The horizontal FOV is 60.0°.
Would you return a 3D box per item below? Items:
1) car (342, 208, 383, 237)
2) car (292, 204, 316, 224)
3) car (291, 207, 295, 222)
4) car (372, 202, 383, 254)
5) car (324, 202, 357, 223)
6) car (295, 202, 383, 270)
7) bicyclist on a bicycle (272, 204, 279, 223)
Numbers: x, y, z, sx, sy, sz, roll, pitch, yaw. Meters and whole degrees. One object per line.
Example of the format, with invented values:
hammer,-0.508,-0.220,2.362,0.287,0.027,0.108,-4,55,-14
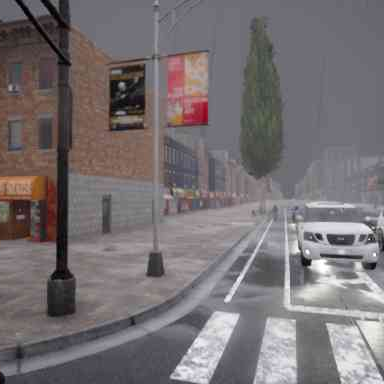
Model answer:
car,10.989,1.834,21.292,1.837,1.490,4.892,0,-1,16
car,10.267,1.947,30.804,1.882,1.535,5.008,0,-1,16
car,7.712,1.823,21.656,2.128,1.511,4.902,0,-1,16
car,8.380,1.411,11.981,2.150,2.045,5.566,0,-1,16
car,13.624,1.825,30.740,2.097,1.767,4.553,0,-1,16
car,5.084,1.413,12.269,2.150,2.045,5.566,0,-1,16
bicyclist on a bicycle,7.154,1.887,28.584,0.582,1.620,1.656,0,0,17
